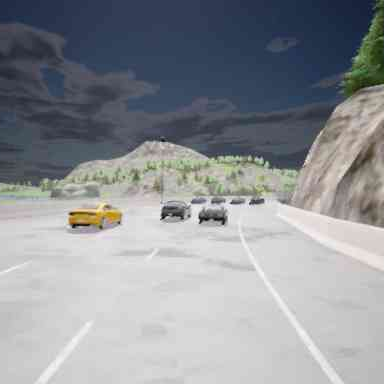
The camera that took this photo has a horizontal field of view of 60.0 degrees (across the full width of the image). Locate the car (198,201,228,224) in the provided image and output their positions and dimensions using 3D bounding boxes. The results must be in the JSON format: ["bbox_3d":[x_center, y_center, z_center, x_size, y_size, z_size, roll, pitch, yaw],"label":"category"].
[{"bbox_3d":[1.672,1.621,24.816,1.895,1.301,4.718,1,0,9],"label":"car"}]

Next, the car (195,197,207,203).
[{"bbox_3d":[1.460,1.575,63.915,1.994,1.385,4.181,1,0,22],"label":"car"}]

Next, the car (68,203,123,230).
[{"bbox_3d":[-5.771,1.393,20.576,1.882,1.535,5.008,0,0,7],"label":"car"}]

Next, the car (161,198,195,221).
[{"bbox_3d":[-1.251,1.484,27.557,1.837,1.490,4.892,0,0,10],"label":"car"}]

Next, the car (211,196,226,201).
[{"bbox_3d":[5.189,1.556,63.938,2.128,1.511,4.902,1,0,22],"label":"car"}]

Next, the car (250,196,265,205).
[{"bbox_3d":[12.514,1.519,63.273,2.097,1.767,4.553,1,0,23],"label":"car"}]

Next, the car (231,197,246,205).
[{"bbox_3d":[8.951,1.681,63.795,1.994,1.385,4.181,1,0,22],"label":"car"}]
